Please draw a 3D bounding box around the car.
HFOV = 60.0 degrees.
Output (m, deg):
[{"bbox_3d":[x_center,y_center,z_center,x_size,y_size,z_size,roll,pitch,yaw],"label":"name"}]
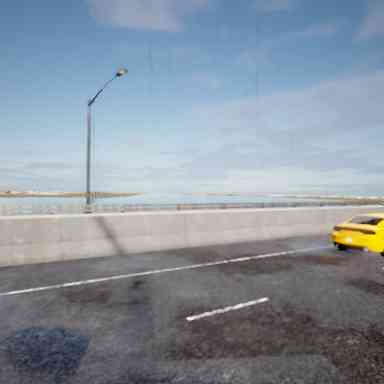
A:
[{"bbox_3d":[7.838,1.628,13.677,5.008,1.535,1.882,0,0,-35],"label":"car"}]
